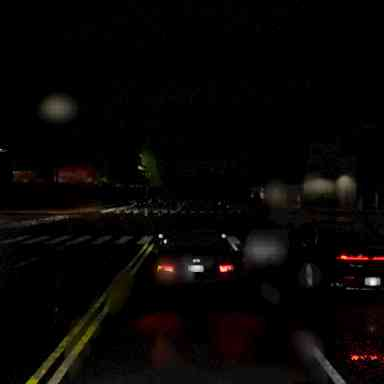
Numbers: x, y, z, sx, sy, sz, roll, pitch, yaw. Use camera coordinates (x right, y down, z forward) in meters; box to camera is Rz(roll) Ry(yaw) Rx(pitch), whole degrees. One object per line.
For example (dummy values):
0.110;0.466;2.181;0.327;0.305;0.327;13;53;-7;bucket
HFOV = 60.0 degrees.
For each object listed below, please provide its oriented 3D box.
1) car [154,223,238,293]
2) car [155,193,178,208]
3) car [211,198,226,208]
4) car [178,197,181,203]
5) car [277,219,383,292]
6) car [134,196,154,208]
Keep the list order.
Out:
0.025;1.539;8.992;2.033;1.411;5.357;0;0;-1;car
-3.511;1.177;46.612;2.150;2.045;5.566;0;0;1;car
3.684;1.520;46.556;1.994;1.385;4.181;0;0;0;car
-3.285;1.539;66.006;1.895;1.301;4.718;0;0;1;car
3.605;1.496;8.919;1.837;1.490;4.892;0;0;2;car
-7.000;1.460;47.075;1.837;1.490;4.892;0;0;1;car
